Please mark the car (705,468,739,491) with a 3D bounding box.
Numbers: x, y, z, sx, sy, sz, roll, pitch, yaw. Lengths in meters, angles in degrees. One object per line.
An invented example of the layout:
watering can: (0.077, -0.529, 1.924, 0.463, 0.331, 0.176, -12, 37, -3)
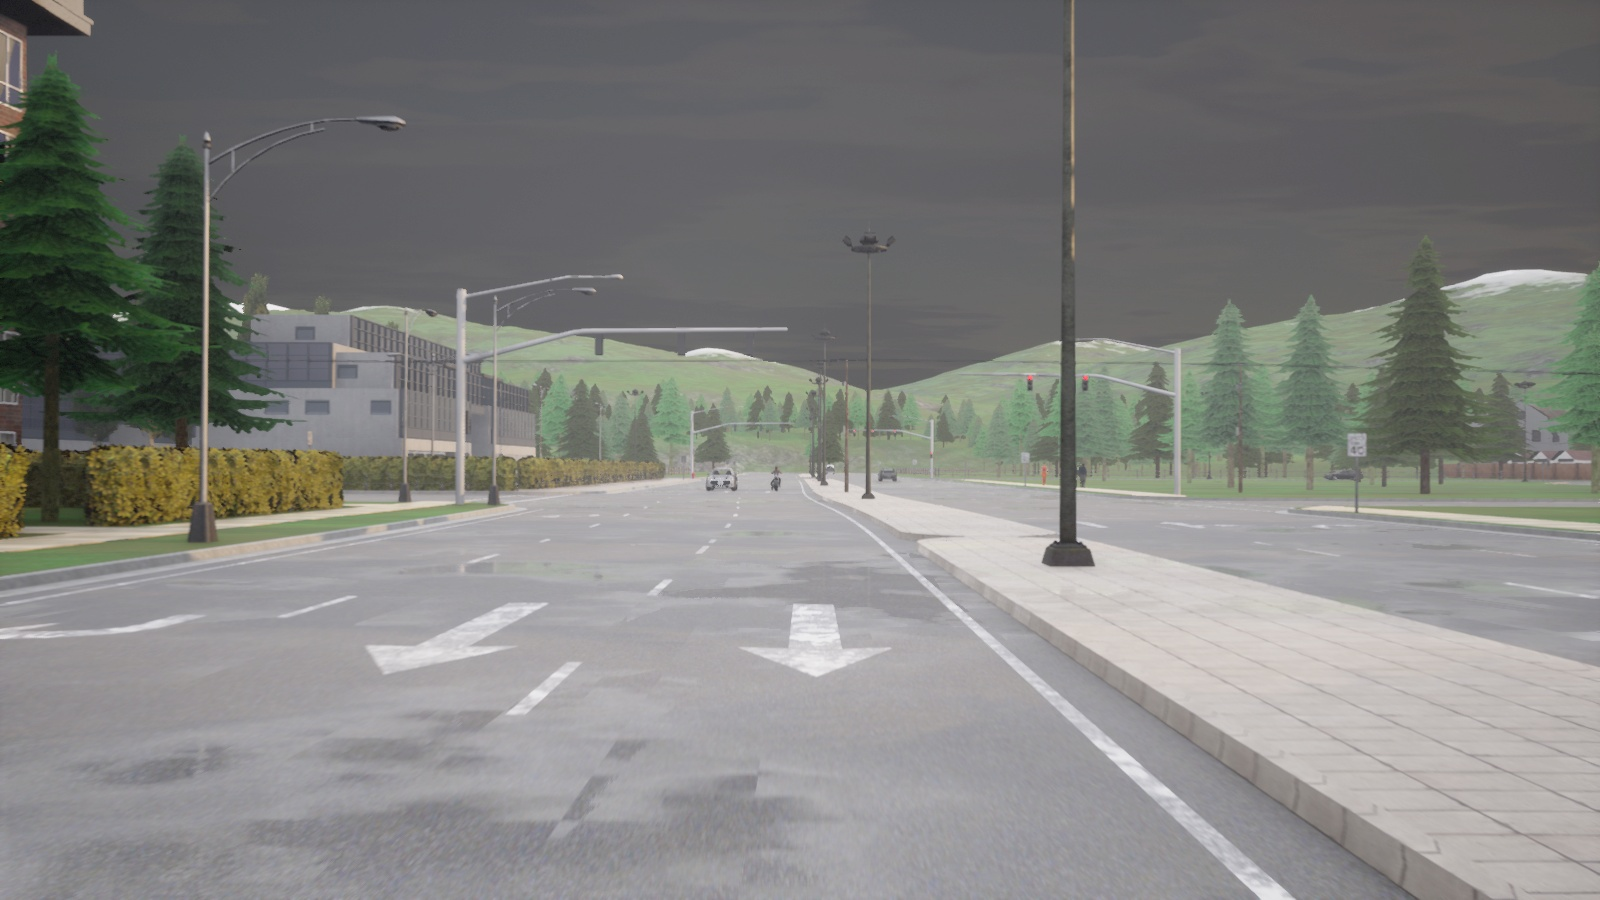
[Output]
car: (-5.015, 1.899, 81.530, 1.970, 1.475, 3.806, 0, -1, 0)
